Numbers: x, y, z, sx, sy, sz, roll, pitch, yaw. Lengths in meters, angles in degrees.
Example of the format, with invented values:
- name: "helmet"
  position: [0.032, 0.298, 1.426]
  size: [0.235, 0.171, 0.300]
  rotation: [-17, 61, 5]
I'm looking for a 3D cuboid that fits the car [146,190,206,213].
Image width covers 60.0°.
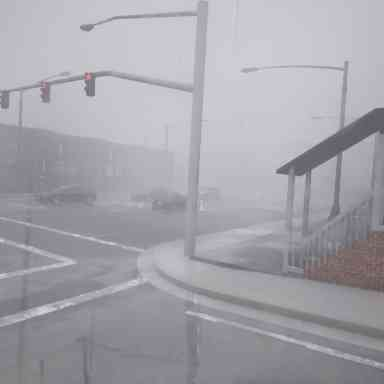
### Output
- name: "car"
  position: [-1.176, 0.771, 25.829]
  size: [1.994, 1.385, 4.181]
  rotation: [5, 3, 36]

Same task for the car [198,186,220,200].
- name: "car"
  position: [1.722, 0.077, 42.094]
  size: [2.097, 1.767, 4.553]
  rotation: [5, 3, 36]

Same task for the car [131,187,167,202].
- name: "car"
  position: [-4.110, 0.227, 34.025]
  size: [1.837, 1.490, 4.892]
  rotation: [5, 3, 36]

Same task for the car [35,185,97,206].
- name: "car"
  position: [-9.786, 0.225, 26.129]
  size: [1.837, 1.490, 4.892]
  rotation: [5, 2, 35]
